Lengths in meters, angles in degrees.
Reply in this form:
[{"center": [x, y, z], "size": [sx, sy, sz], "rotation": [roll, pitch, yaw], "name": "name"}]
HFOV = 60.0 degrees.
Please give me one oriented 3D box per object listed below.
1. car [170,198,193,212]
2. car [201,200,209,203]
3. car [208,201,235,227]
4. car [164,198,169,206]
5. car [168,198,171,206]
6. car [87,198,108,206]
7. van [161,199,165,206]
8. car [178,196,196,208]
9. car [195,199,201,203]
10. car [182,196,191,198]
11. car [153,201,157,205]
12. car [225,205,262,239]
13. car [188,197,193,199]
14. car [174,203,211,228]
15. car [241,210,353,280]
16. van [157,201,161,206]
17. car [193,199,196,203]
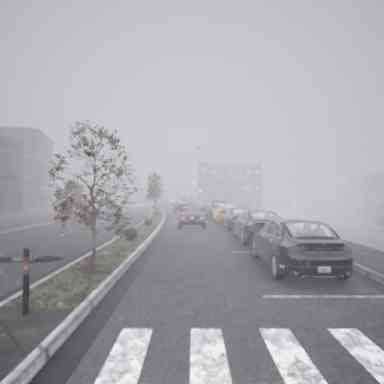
[{"center": [-1.400, 1.848, 41.631], "size": [1.837, 1.490, 4.892], "rotation": [0, -1, -6], "name": "car"}, {"center": [2.440, 1.600, 32.152], "size": [2.185, 1.767, 4.553], "rotation": [0, -1, -3], "name": "car"}, {"center": [2.763, 1.668, 26.637], "size": [2.097, 1.535, 5.008], "rotation": [0, -1, -2], "name": "car"}, {"center": [-4.398, 2.551, 76.064], "size": [2.002, 1.452, 4.674], "rotation": [0, -2, -13], "name": "car"}, {"center": [-3.153, 2.385, 70.666], "size": [2.002, 1.452, 4.674], "rotation": [0, -2, -12], "name": "car"}, {"center": [-21.731, 2.399, 77.458], "size": [5.566, 2.045, 2.435], "rotation": [0, -2, -14], "name": "car"}, {"center": [-5.756, 2.477, 81.577], "size": [1.878, 1.987, 4.442], "rotation": [0, -2, -14], "name": "van"}, {"center": [-0.980, 1.829, 59.846], "size": [2.435, 2.045, 5.566], "rotation": [0, -1, -9], "name": "car"}, {"center": [1.970, 1.815, 37.859], "size": [2.163, 1.488, 4.792], "rotation": [0, -1, -5], "name": "car"}, {"center": [-0.067, 1.854, 54.309], "size": [2.185, 1.767, 4.553], "rotation": [0, -1, -8], "name": "car"}, {"center": [-8.748, 3.163, 92.142], "size": [2.163, 1.488, 4.792], "rotation": [0, -2, -16], "name": "car"}, {"center": [3.056, 1.557, 15.545], "size": [2.231, 1.521, 4.892], "rotation": [0, 0, 0], "name": "car"}, {"center": [0.749, 1.902, 48.731], "size": [2.231, 1.521, 4.892], "rotation": [0, -1, -7], "name": "car"}, {"center": [-0.062, 1.698, 23.259], "size": [2.033, 1.411, 5.357], "rotation": [0, -1, -2], "name": "car"}, {"center": [3.039, 1.522, 10.025], "size": [2.231, 1.521, 4.892], "rotation": [0, 0, 0], "name": "car"}, {"center": [-7.216, 2.687, 86.916], "size": [1.878, 1.987, 4.442], "rotation": [0, -2, -15], "name": "van"}, {"center": [1.412, 1.883, 43.350], "size": [2.002, 1.452, 4.674], "rotation": [0, -1, -6], "name": "car"}]
